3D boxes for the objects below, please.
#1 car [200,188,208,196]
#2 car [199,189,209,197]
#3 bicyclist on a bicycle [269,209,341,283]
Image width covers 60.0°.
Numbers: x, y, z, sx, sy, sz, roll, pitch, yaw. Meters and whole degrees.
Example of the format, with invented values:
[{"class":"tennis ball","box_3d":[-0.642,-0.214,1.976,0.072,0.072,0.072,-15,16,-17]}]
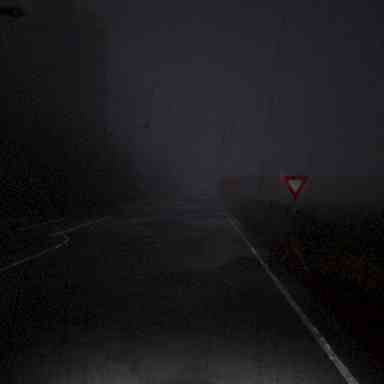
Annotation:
[{"class":"car","box_3d":[2.622,-0.023,73.250,1.812,1.442,4.674,0,1,2]},{"class":"car","box_3d":[2.234,0.259,62.641,2.033,1.411,5.357,0,1,2]},{"class":"bicyclist on a bicycle","box_3d":[2.654,1.228,7.823,1.656,1.620,0.582,2,-11,34]}]
